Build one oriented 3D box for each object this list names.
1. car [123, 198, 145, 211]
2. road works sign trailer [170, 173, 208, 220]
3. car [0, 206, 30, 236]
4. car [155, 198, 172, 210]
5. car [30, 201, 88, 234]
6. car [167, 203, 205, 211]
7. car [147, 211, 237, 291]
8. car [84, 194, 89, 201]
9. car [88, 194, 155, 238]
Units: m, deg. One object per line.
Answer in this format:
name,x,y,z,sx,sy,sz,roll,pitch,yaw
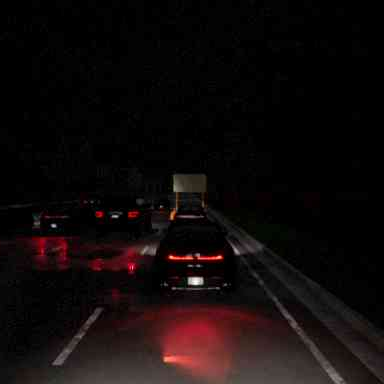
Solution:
car,-7.182,1.482,41.630,1.837,1.490,4.892,0,-1,0
road works sign trailer,-0.159,0.453,23.213,2.380,3.560,2.880,0,0,-3
car,-10.505,1.482,18.232,2.128,1.511,4.902,0,0,0
car,-3.685,1.482,42.082,1.837,1.490,4.892,0,-1,0
car,-7.013,1.481,19.283,2.128,1.511,4.902,0,0,0
car,-0.029,1.479,19.343,2.128,1.511,4.902,1,0,1
car,0.057,1.500,8.958,1.837,1.490,4.892,0,0,0
car,-10.655,1.200,38.120,2.150,2.045,5.566,0,0,0
car,-3.501,1.210,17.724,2.150,2.045,5.566,0,0,0
